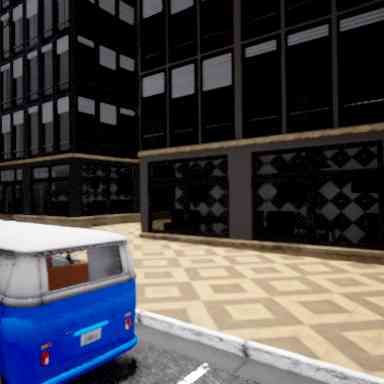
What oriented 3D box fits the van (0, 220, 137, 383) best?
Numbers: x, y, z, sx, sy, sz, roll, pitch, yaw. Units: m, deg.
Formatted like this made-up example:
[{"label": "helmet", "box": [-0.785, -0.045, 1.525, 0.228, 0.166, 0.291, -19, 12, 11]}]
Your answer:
[{"label": "van", "box": [-2.606, 1.342, 4.710, 3.998, 1.788, 1.690, 0, -1, 36]}]
